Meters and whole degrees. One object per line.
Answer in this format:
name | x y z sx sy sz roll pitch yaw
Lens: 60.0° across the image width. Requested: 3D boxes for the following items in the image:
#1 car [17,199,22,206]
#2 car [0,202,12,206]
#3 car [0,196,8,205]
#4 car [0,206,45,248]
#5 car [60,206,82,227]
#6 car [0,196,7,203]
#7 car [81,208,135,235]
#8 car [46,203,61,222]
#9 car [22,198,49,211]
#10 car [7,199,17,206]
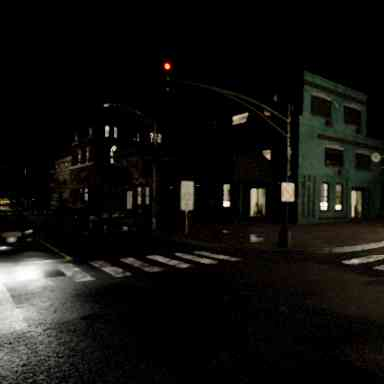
car | -21.380 1.811 43.851 1.967 1.590 4.097 2 -1 -35
car | -13.519 1.636 22.266 1.812 1.442 4.674 2 -1 -35
car | -43.554 1.876 75.758 2.192 1.841 5.009 2 -1 -35
car | -8.221 1.558 14.623 2.128 1.511 4.902 2 -1 -35
car | -8.063 1.827 24.772 1.947 1.339 4.313 2 -1 -35
car | -37.329 2.032 66.770 1.752 1.417 4.829 2 -1 -35
car | -4.940 1.786 20.267 2.008 1.369 4.403 2 -1 -35
car | -11.186 1.869 29.276 1.802 1.307 4.206 2 -1 -35
car | -18.188 1.660 39.309 2.192 1.841 5.009 2 -1 -35
car | -27.745 1.864 52.945 1.967 1.590 4.097 2 -1 -35
